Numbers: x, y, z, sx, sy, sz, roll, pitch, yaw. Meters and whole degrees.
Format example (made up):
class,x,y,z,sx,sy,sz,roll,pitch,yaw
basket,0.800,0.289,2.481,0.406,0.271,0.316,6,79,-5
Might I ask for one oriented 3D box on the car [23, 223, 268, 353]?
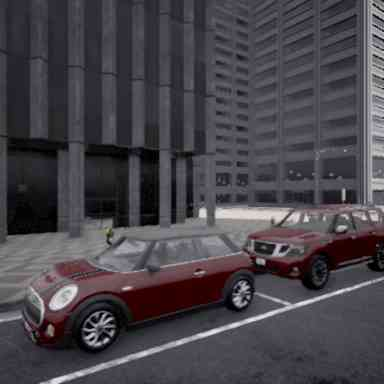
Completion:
class,x,y,z,sx,sy,sz,roll,pitch,yaw
car,-0.804,1.438,6.074,4.097,1.590,1.967,0,0,-35

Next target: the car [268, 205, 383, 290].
class,x,y,z,sx,sy,sz,roll,pitch,yaw
car,3.664,1.309,9.259,5.009,1.841,2.192,0,0,-35

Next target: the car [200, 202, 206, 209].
class,x,y,z,sx,sy,sz,roll,pitch,yaw
car,1.308,2.474,61.997,2.033,1.411,5.357,0,-1,-35
